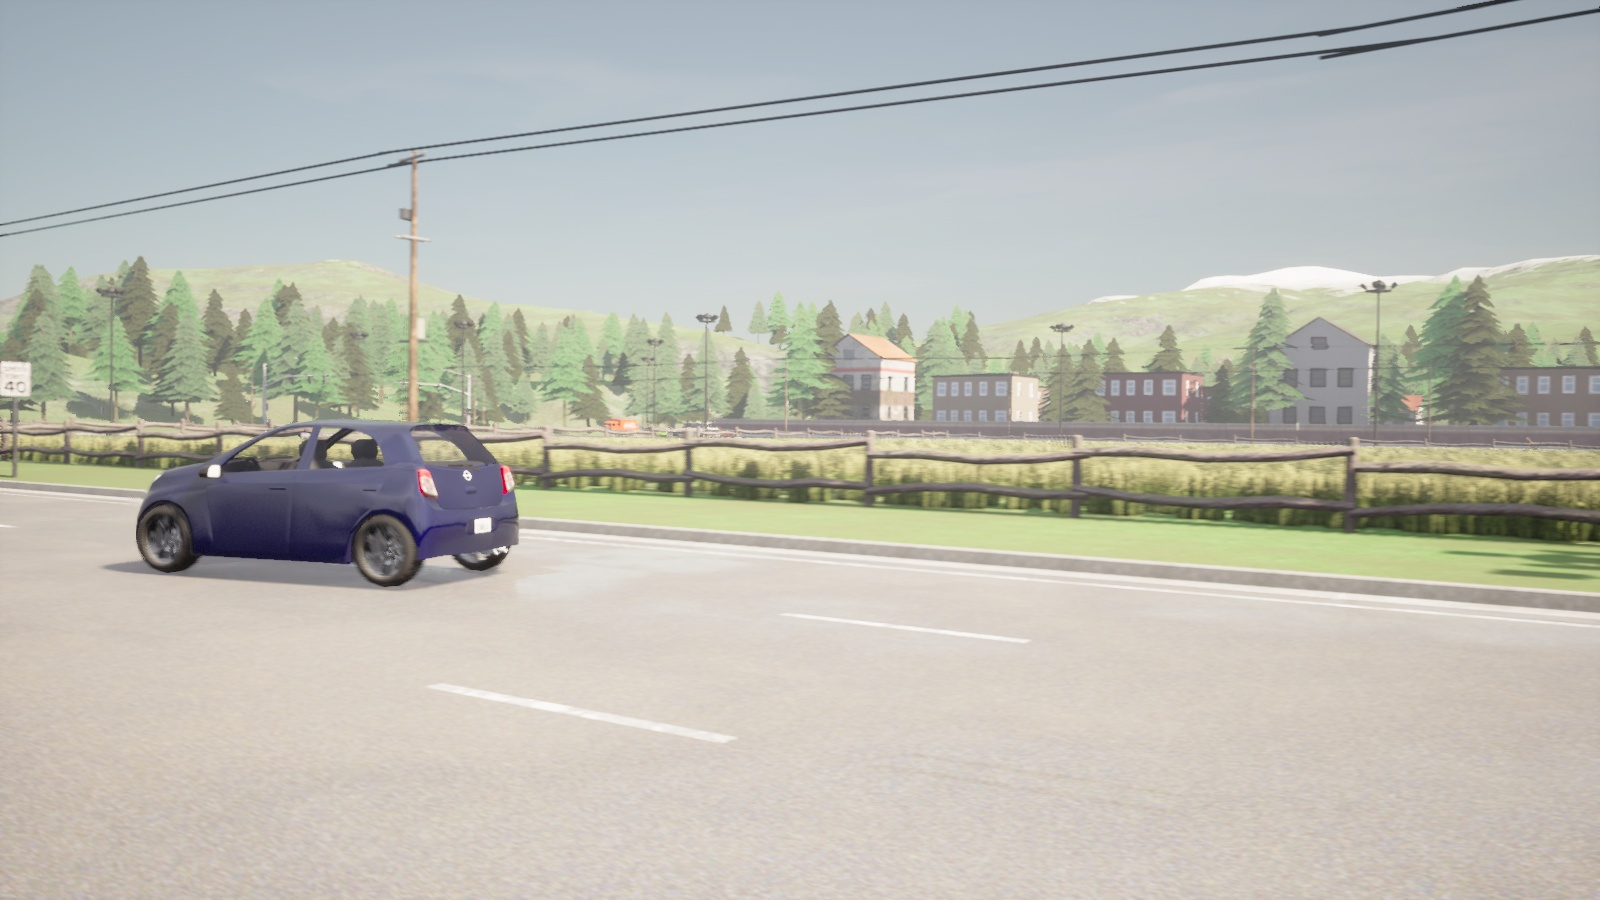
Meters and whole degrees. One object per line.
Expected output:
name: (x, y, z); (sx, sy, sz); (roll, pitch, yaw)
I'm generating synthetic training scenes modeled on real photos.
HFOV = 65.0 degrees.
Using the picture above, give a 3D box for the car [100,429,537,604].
car: (-4.648, 0.557, 12.246); (3.633, 1.501, 1.845); (0, 1, 19)
